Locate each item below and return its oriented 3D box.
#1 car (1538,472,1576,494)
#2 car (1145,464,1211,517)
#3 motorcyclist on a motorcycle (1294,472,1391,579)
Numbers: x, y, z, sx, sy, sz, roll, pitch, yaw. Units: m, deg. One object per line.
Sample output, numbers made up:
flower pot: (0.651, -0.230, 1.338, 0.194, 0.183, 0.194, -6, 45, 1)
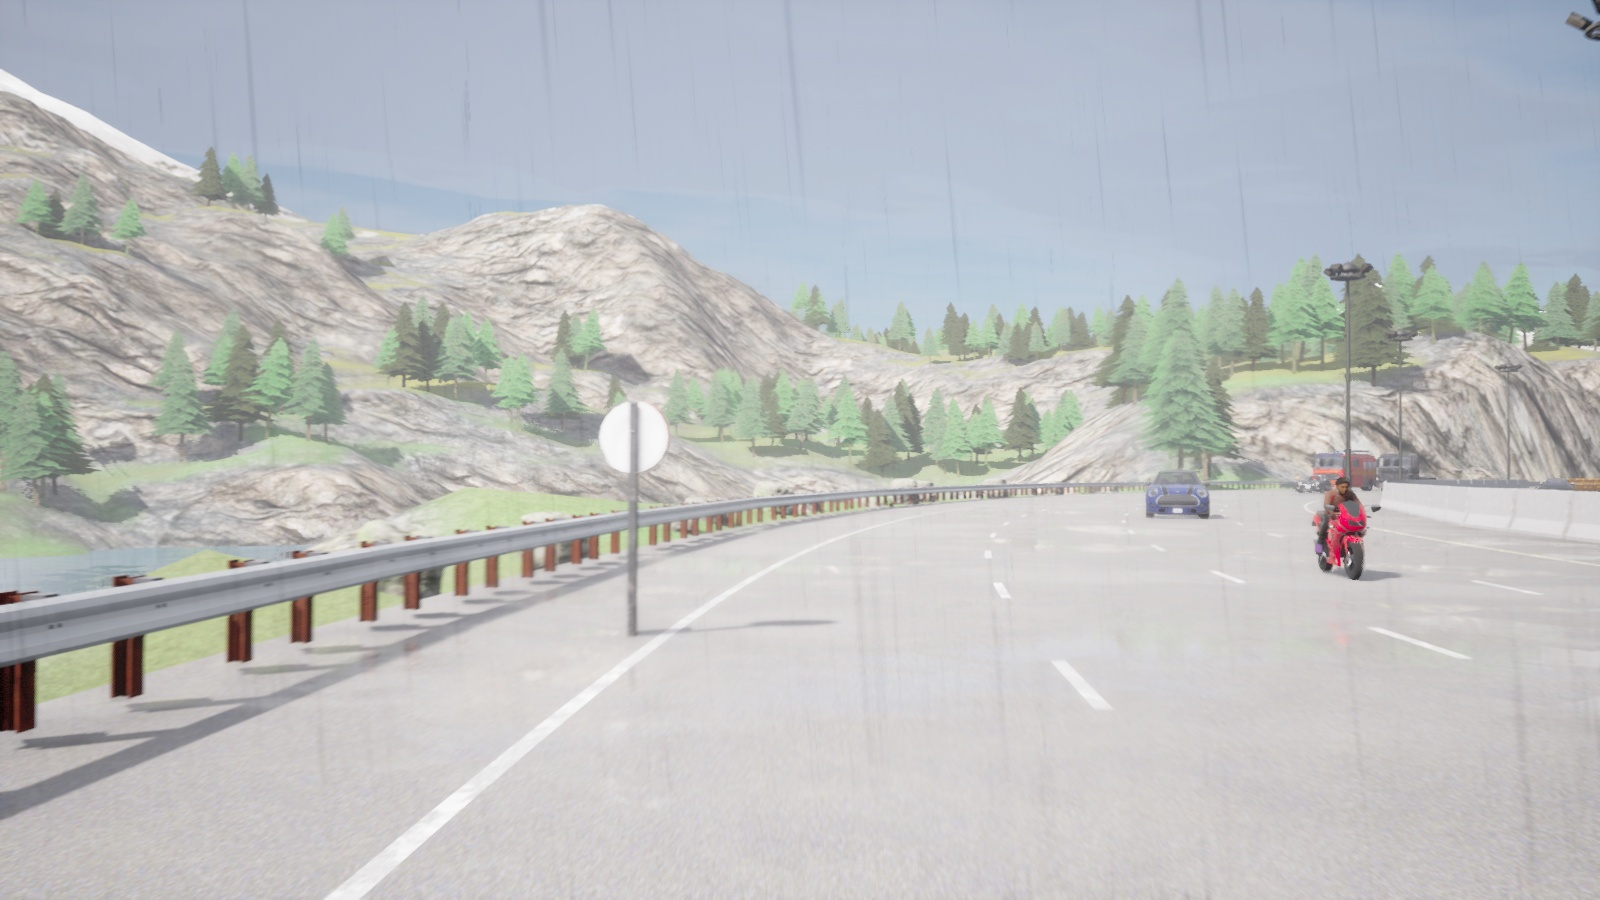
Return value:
car: (49.028, 2.137, 81.313, 1.994, 1.385, 4.181, -1, -1, 33)
car: (13.255, 1.384, 44.189, 2.097, 1.767, 4.553, 0, -1, 16)
motorcyclist on a motorcycle: (8.209, 1.099, 19.094, 0.797, 1.523, 2.044, 1, -1, 7)
